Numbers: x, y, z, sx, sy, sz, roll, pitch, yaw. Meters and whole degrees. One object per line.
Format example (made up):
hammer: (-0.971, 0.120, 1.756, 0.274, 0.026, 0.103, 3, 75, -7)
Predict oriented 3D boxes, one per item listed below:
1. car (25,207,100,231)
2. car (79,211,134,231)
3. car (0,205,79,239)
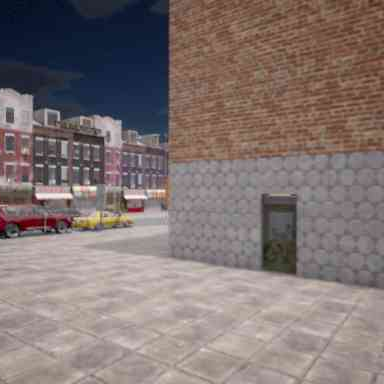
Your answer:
car: (-9.447, 1.928, 24.666, 1.837, 1.490, 4.892, 0, -1, 37)
car: (-6.370, 1.990, 24.422, 1.752, 1.417, 4.829, -1, -2, 36)
car: (-9.700, 1.675, 19.782, 2.192, 1.841, 5.009, -1, -2, 36)
